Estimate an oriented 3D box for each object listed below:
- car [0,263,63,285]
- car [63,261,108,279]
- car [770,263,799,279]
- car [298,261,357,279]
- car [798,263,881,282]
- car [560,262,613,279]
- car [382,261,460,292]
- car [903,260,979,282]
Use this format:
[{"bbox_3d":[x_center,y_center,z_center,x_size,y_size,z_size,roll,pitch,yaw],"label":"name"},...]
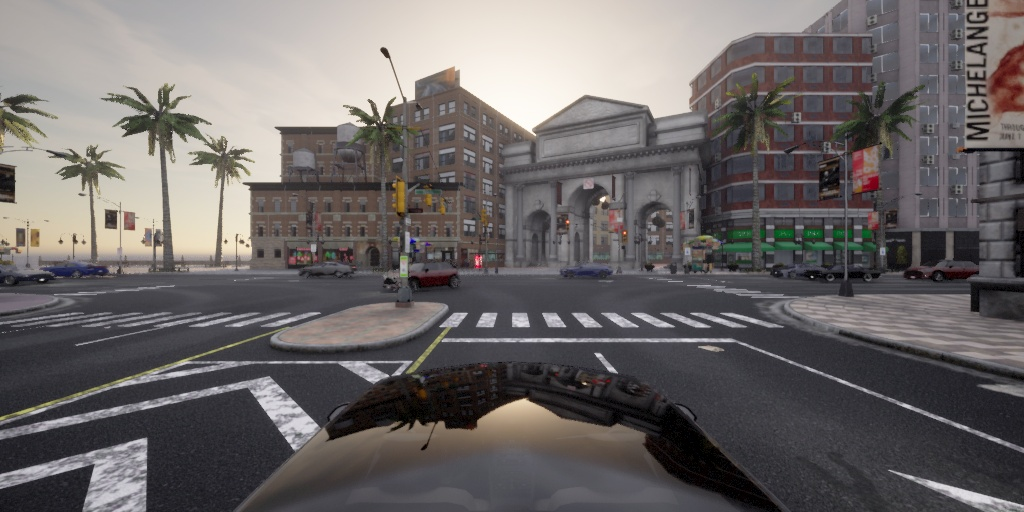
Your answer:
[{"bbox_3d":[-35.827,1.297,25.325,5.357,1.411,2.033,0,0,0],"label":"car"},{"bbox_3d":[-39.815,1.227,32.549,5.008,1.535,1.882,0,0,0],"label":"car"},{"bbox_3d":[25.592,1.314,32.029,4.181,1.385,1.994,0,0,1],"label":"car"},{"bbox_3d":[-16.601,1.241,32.373,4.902,1.511,2.128,0,0,0],"label":"car"},{"bbox_3d":[26.107,1.351,28.541,4.718,1.301,1.895,0,0,1],"label":"car"},{"bbox_3d":[6.623,1.275,32.199,4.674,1.442,1.812,0,0,0],"label":"car"},{"bbox_3d":[-5.306,1.102,21.242,2.097,1.767,4.553,0,0,39],"label":"car"},{"bbox_3d":[34.067,1.106,28.386,4.553,1.767,2.097,0,0,2],"label":"car"}]
